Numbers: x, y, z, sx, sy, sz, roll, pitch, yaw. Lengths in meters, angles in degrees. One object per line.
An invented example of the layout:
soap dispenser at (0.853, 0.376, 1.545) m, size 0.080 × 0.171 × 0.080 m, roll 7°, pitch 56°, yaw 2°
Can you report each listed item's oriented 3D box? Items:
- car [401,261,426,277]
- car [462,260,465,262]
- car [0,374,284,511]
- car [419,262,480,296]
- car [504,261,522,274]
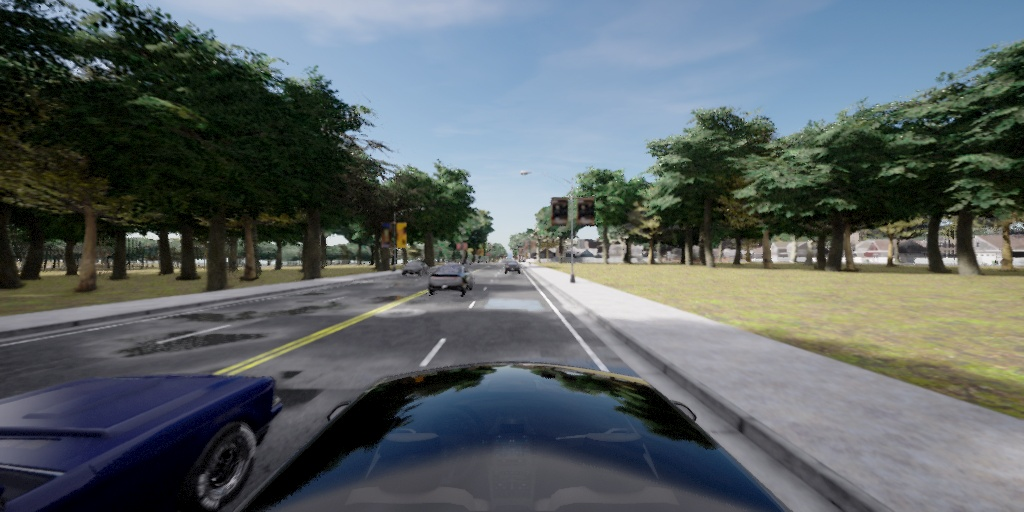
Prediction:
car at (-9.872, 1.308, 36.873) m, size 1.837 × 1.490 × 4.892 m, roll 0°, pitch -1°, yaw 0°
car at (-6.620, 1.371, 38.791) m, size 1.994 × 1.385 × 4.181 m, roll 0°, pitch 0°, yaw 0°
car at (-3.148, 1.351, 1.326) m, size 1.895 × 1.301 × 4.718 m, roll 0°, pitch 0°, yaw 0°
car at (-3.165, 1.252, 19.212) m, size 2.128 × 1.511 × 4.902 m, roll 0°, pitch 0°, yaw 0°
car at (0.061, 1.349, 43.469) m, size 1.812 × 1.442 × 4.674 m, roll 0°, pitch 0°, yaw 0°
